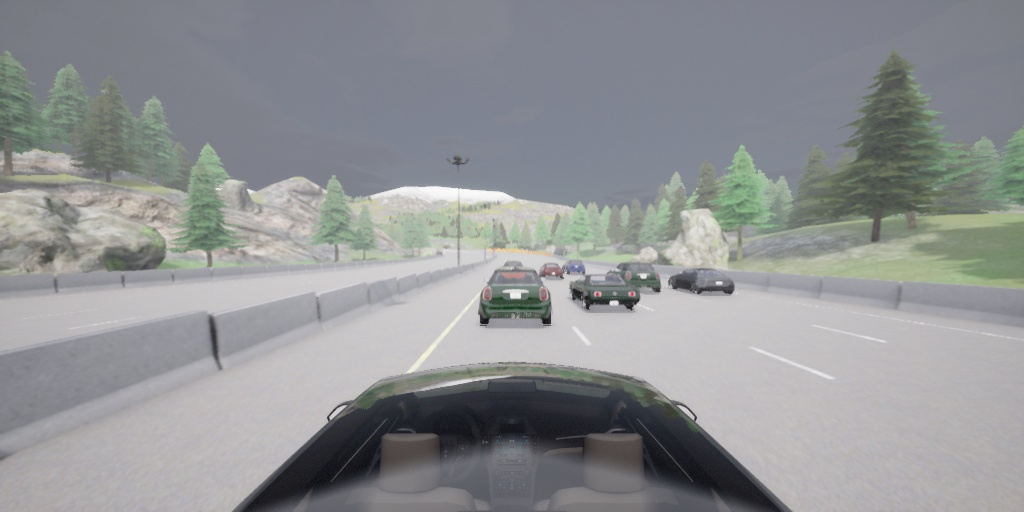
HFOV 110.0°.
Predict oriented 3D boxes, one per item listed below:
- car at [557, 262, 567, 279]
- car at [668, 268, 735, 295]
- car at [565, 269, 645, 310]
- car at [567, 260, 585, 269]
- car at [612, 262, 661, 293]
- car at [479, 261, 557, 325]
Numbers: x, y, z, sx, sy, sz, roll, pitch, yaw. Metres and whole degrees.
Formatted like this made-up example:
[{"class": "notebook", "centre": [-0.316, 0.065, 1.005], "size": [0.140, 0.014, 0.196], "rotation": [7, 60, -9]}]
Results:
[{"class": "car", "centre": [3.580, 1.344, 33.189], "size": [1.812, 1.442, 4.674], "rotation": [0, 0, 0]}, {"class": "car", "centre": [10.596, 1.355, 20.347], "size": [1.994, 1.385, 4.181], "rotation": [0, 0, 0]}, {"class": "car", "centre": [3.597, 1.379, 14.842], "size": [1.895, 1.301, 4.718], "rotation": [0, 0, 0]}, {"class": "car", "centre": [7.092, 1.184, 41.567], "size": [2.097, 1.767, 4.553], "rotation": [0, 0, 0]}, {"class": "car", "centre": [7.095, 1.145, 21.474], "size": [2.097, 1.767, 4.553], "rotation": [0, 0, 0]}, {"class": "car", "centre": [0.098, 1.125, 12.061], "size": [2.097, 1.767, 4.553], "rotation": [0, 0, 0]}]
